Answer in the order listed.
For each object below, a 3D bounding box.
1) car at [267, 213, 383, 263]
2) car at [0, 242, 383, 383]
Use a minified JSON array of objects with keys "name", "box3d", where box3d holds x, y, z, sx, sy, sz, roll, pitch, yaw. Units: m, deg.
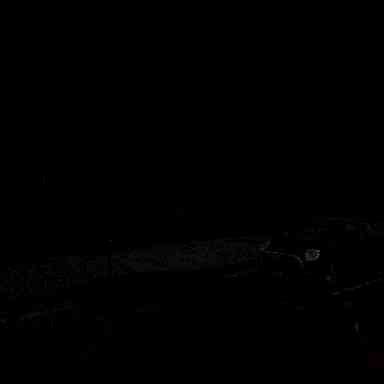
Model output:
[{"name":"car","box3d":[3.693,1.440,9.158,4.097,1.590,1.967,0,0,-35]},{"name":"car","box3d":[-0.521,1.547,3.005,5.357,1.411,2.033,0,0,-35]}]
